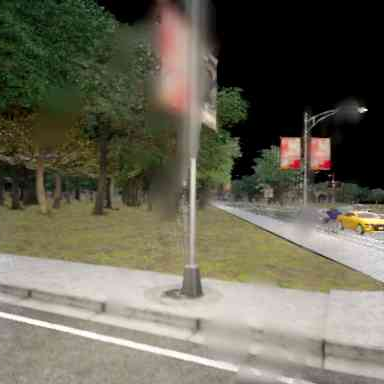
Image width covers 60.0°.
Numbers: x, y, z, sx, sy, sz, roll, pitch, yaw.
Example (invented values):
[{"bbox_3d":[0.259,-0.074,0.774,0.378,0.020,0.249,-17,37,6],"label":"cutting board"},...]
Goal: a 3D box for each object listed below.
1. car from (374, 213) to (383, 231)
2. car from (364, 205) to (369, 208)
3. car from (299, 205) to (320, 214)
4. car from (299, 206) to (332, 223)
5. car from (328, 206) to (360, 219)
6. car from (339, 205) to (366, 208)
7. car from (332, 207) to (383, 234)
[{"bbox_3d":[15.576,2.306,24.412,1.895,1.301,4.718,1,-1,1],"label":"car"},{"bbox_3d":[22.436,2.491,45.253,2.097,1.767,4.553,1,-1,1],"label":"car"},{"bbox_3d":[19.198,2.871,54.675,1.895,1.301,4.718,1,-1,1],"label":"car"},{"bbox_3d":[12.450,2.354,34.428,1.812,1.442,4.674,1,-1,1],"label":"car"},{"bbox_3d":[19.144,2.547,42.048,1.837,1.490,4.892,1,-1,1],"label":"car"},{"bbox_3d":[15.704,2.353,34.783,1.882,1.535,5.008,1,-1,1],"label":"car"},{"bbox_3d":[12.324,2.137,24.165,1.882,1.535,5.008,1,-1,1],"label":"car"}]
